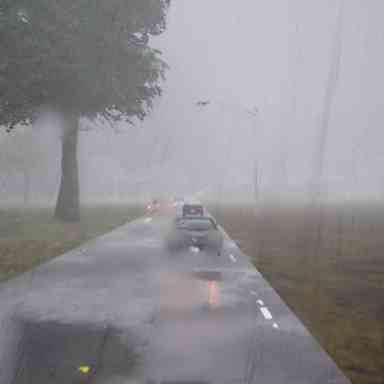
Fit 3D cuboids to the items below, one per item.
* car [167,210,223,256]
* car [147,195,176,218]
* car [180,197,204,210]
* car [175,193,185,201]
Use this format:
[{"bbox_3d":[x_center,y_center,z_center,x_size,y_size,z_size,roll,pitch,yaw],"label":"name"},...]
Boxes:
[{"bbox_3d":[0.089,1.595,13.079,1.895,1.301,4.718,0,0,0],"label":"car"},{"bbox_3d":[-2.860,1.361,30.445,2.097,1.767,4.553,0,0,0],"label":"car"},{"bbox_3d":[0.084,1.488,31.371,1.882,1.535,5.008,0,0,0],"label":"car"},{"bbox_3d":[-2.782,1.290,72.651,2.150,2.045,5.566,0,0,0],"label":"car"}]
